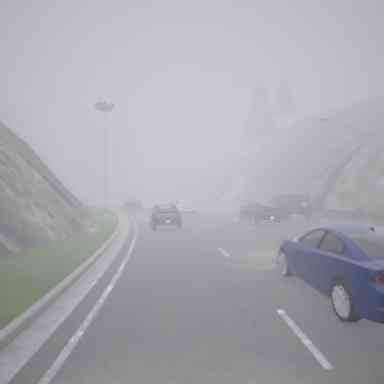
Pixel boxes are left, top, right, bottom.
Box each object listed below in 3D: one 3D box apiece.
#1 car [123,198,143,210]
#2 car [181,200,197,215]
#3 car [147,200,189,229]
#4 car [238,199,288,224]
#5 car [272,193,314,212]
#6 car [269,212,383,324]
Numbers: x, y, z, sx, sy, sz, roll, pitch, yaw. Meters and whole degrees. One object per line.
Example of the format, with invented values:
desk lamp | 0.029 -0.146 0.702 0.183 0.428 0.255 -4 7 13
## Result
car | -7.870 1.591 44.153 1.882 1.535 5.008 0 0 -21
car | -0.851 1.547 33.494 1.812 1.442 4.674 0 0 -15
car | -1.835 1.522 21.810 2.128 1.511 4.902 -1 0 -10
car | 4.836 1.452 24.284 1.837 1.490 4.892 0 0 -11
car | 7.826 1.132 27.494 2.150 2.045 5.566 0 0 -12
car | 3.395 1.437 7.175 1.882 1.535 5.008 0 0 -3
